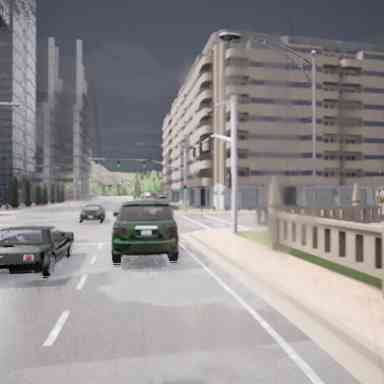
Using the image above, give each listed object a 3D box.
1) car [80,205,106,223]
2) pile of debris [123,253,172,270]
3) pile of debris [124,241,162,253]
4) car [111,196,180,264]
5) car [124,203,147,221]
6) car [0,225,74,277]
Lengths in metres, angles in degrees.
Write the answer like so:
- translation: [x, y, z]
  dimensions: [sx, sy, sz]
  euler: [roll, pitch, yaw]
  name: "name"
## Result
- translation: [-8.324, 1.784, 28.106]
  dimensions: [1.812, 1.442, 4.674]
  euler: [0, 0, -11]
  name: "car"
- translation: [-1.516, 2.262, 10.985]
  dimensions: [1.500, 0.140, 1.860]
  euler: [0, 0, -11]
  name: "pile of debris"
- translation: [-2.090, 2.286, 13.929]
  dimensions: [1.500, 0.140, 1.860]
  euler: [0, 0, -11]
  name: "pile of debris"
- translation: [-1.782, 1.321, 12.494]
  dimensions: [2.150, 2.045, 5.566]
  euler: [0, 0, -9]
  name: "car"
- translation: [-5.401, 1.814, 31.423]
  dimensions: [2.033, 1.411, 5.357]
  euler: [0, 0, -11]
  name: "car"
- translation: [-4.985, 1.692, 10.353]
  dimensions: [1.895, 1.301, 4.718]
  euler: [0, 0, -9]
  name: "car"
